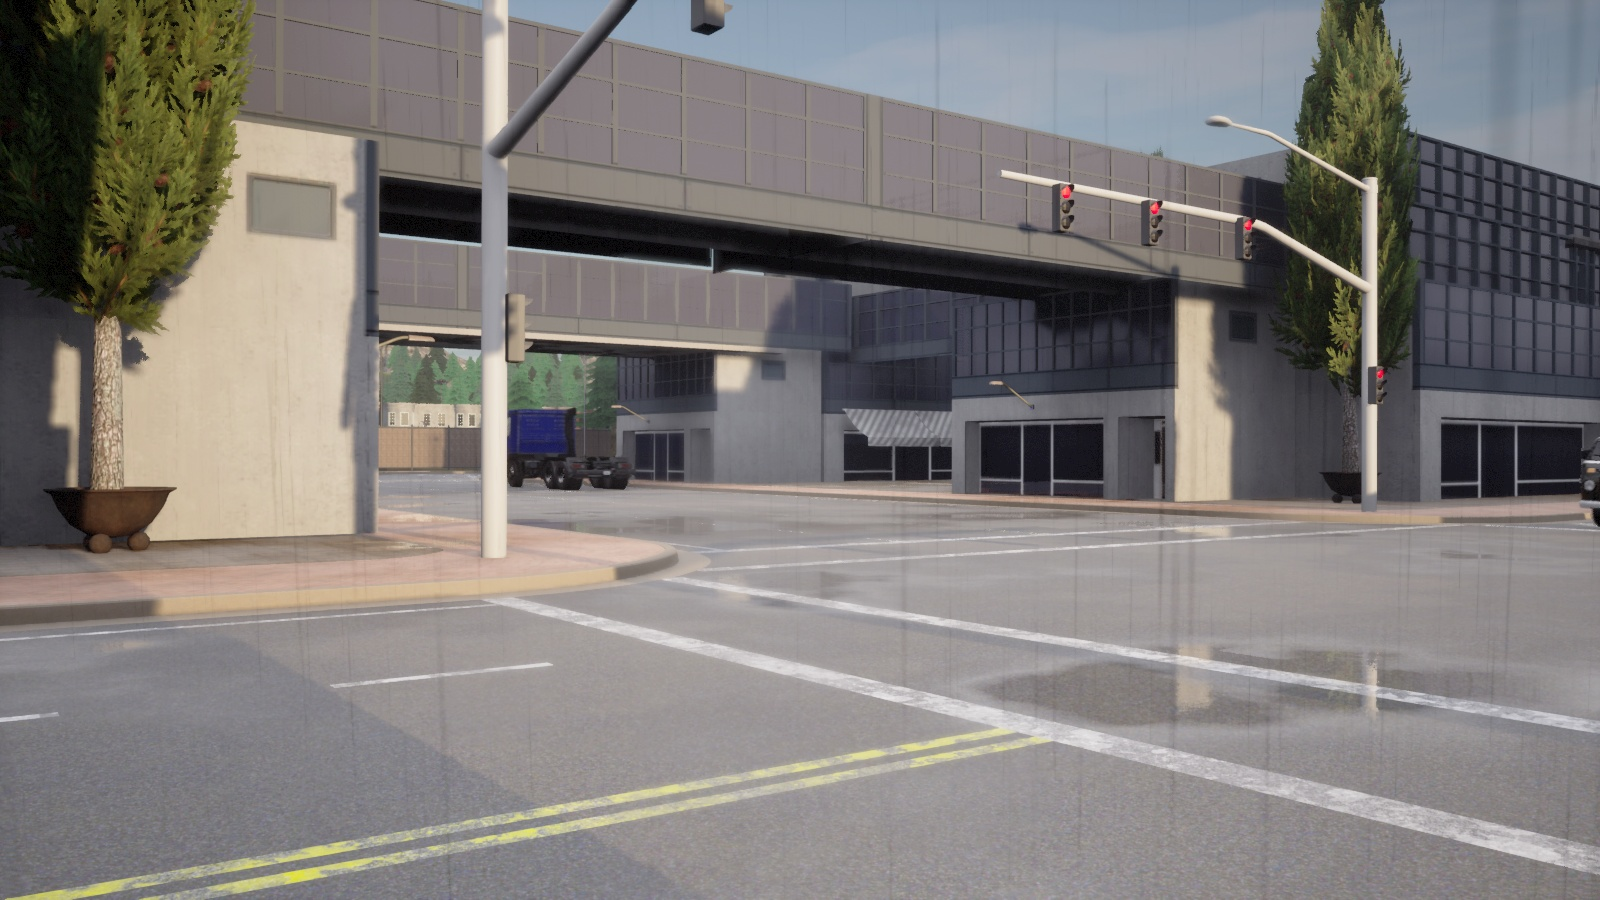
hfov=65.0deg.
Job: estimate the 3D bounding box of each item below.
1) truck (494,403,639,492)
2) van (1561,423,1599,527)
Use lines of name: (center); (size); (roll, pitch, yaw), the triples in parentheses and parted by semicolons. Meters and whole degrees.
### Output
truck: (-9.920, -0.087, 52.589); (2.891, 3.462, 7.936); (0, 0, -36)
van: (17.664, 0.493, 25.402); (4.480, 2.038, 2.069); (0, 0, -32)
